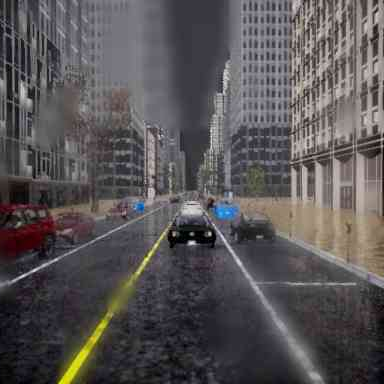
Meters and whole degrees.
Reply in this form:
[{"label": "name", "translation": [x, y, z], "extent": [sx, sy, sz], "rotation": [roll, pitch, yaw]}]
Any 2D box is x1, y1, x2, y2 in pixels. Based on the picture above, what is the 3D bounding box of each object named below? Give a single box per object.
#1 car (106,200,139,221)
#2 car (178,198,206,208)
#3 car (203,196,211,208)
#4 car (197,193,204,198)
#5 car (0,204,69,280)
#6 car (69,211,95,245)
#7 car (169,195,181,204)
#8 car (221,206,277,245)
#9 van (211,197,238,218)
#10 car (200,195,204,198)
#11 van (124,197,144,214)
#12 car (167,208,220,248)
[{"label": "car", "translation": [-5.697, 1.573, 26.747], "extent": [1.802, 1.307, 4.206], "rotation": [-1, 0, 0]}, {"label": "car", "translation": [0.000, 1.524, 29.652], "extent": [1.812, 1.442, 4.674], "rotation": [0, 0, 0]}, {"label": "car", "translation": [2.737, 1.549, 43.796], "extent": [1.947, 1.339, 4.313], "rotation": [-1, 0, 0]}, {"label": "car", "translation": [2.551, 1.265, 94.094], "extent": [2.192, 1.841, 5.009], "rotation": [0, 0, 0]}, {"label": "car", "translation": [-5.700, 1.310, 9.695], "extent": [2.192, 1.841, 5.009], "rotation": [-1, 0, 0]}, {"label": "car", "translation": [-5.698, 1.576, 15.378], "extent": [1.802, 1.307, 4.206], "rotation": [-1, 0, 0]}, {"label": "car", "translation": [-3.000, 1.572, 62.653], "extent": [1.994, 1.385, 4.181], "rotation": [0, 0, 0]}, {"label": "car", "translation": [2.683, 1.545, 15.378], "extent": [2.008, 1.369, 4.403], "rotation": [-1, 0, 0]}, {"label": "van", "translation": [2.681, 1.333, 26.746], "extent": [1.690, 1.788, 3.998], "rotation": [-1, 0, 0]}, {"label": "car", "translation": [2.813, 1.542, 55.165], "extent": [1.947, 1.339, 4.313], "rotation": [-1, 0, 0]}, {"label": "van", "translation": [-5.699, 1.330, 32.430], "extent": [1.690, 1.788, 3.998], "rotation": [-1, 0, 0]}, {"label": "car", "translation": [0.000, 1.612, 14.681], "extent": [1.895, 1.301, 4.718], "rotation": [0, 0, 0]}]
